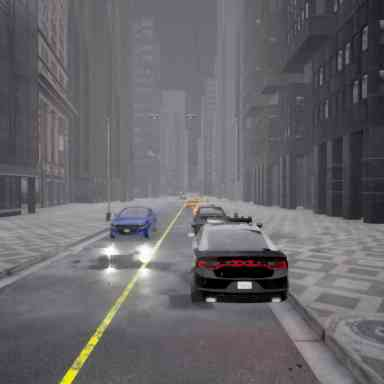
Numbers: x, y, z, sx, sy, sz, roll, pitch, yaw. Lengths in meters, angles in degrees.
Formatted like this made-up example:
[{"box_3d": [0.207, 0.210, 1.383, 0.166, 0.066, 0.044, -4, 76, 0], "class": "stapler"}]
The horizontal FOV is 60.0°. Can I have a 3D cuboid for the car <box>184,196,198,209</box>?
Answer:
[{"box_3d": [0.199, 1.529, 47.048, 1.882, 1.535, 5.008, 0, 0, 1], "class": "car"}]

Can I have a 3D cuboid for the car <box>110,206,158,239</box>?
[{"box_3d": [-2.936, 1.485, 17.546, 1.882, 1.535, 5.008, 0, 0, 0], "class": "car"}]

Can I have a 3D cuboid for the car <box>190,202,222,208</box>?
[{"box_3d": [0.966, 1.514, 18.280, 1.837, 1.490, 4.892, 0, 0, 0], "class": "car"}]

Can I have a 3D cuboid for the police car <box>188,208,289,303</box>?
[{"box_3d": [0.929, 1.426, 8.389, 1.930, 1.638, 5.238, 0, 0, 0], "class": "police car"}]

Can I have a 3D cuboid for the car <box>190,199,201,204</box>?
[{"box_3d": [0.989, 1.494, 24.281, 1.882, 1.535, 5.008, 0, 0, 0], "class": "car"}]
